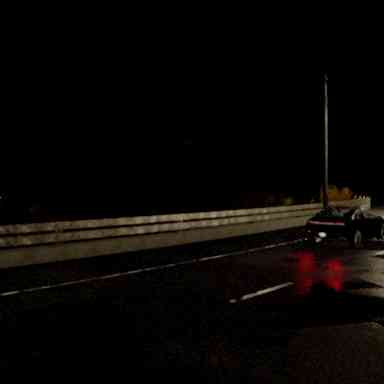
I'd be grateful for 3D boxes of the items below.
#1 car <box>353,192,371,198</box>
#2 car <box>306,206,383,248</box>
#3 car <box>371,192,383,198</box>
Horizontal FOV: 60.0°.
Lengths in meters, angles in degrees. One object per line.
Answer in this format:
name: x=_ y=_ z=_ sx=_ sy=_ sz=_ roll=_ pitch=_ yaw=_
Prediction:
car: x=39.401 y=0.716 z=77.897 sx=1.994 sy=1.385 sz=4.181 roll=-1 pitch=0 yaw=6
car: x=6.694 y=1.371 z=14.220 sx=4.902 sy=1.511 sz=2.128 roll=-1 pitch=0 yaw=-43
car: x=42.872 y=0.670 z=77.446 sx=2.033 sy=1.411 sz=5.357 roll=-1 pitch=0 yaw=6
